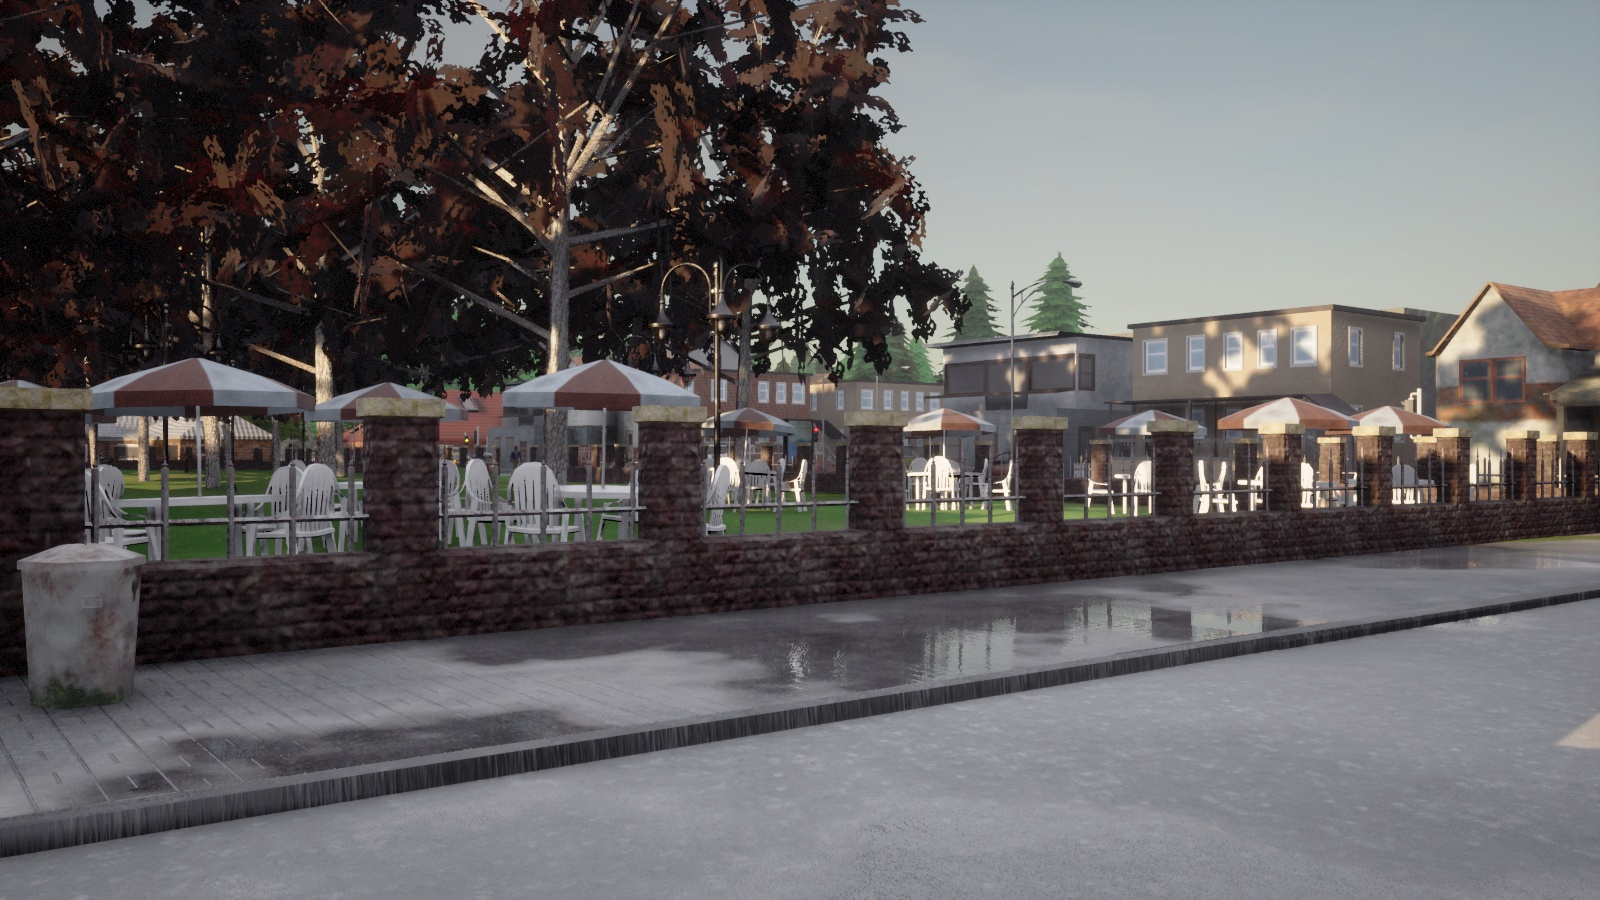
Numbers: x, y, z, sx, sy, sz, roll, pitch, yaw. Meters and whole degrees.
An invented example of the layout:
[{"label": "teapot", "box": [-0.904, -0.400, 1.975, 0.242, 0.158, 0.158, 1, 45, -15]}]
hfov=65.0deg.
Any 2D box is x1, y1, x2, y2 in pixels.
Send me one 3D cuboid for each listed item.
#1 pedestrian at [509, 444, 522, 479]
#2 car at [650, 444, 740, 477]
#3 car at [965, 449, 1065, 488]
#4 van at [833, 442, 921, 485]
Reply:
[{"label": "pedestrian", "box": [-16.121, 0.663, 71.135, 0.423, 1.949, 0.788, 0, 0, -37]}, {"label": "car", "box": [-6.772, 0.677, 81.413, 5.566, 2.045, 2.150, 0, 0, -41]}, {"label": "car", "box": [9.083, 0.754, 53.352, 1.851, 1.617, 3.988, 0, 0, -37]}, {"label": "van", "box": [3.654, 0.638, 60.519, 1.775, 1.987, 4.442, 0, 0, -37]}]
